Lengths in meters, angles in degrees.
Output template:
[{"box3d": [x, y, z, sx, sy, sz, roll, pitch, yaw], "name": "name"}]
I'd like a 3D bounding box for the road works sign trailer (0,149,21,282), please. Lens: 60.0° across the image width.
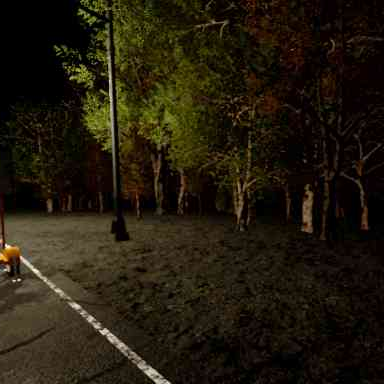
[{"box3d": [-6.166, 0.541, 8.976, 2.380, 3.560, 2.880, -3, 2, -36], "name": "road works sign trailer"}]
